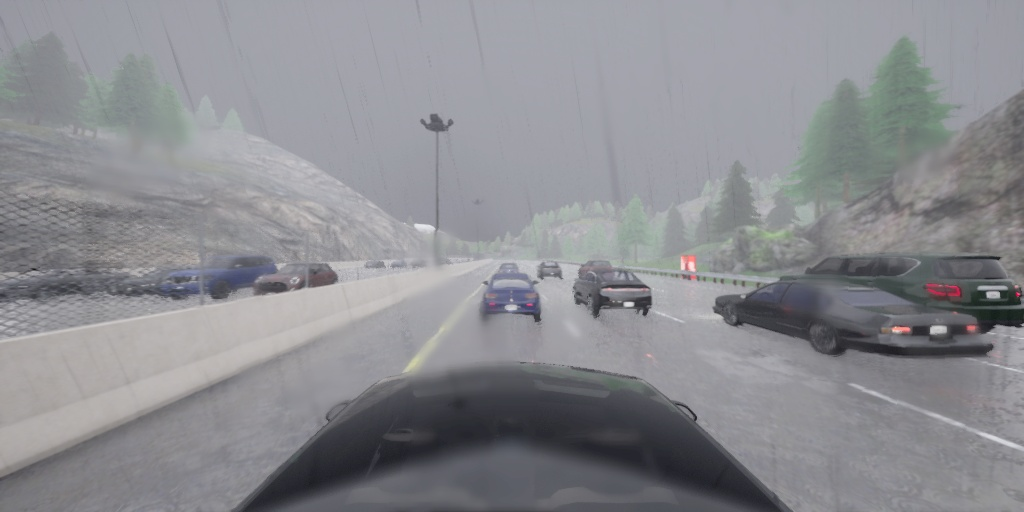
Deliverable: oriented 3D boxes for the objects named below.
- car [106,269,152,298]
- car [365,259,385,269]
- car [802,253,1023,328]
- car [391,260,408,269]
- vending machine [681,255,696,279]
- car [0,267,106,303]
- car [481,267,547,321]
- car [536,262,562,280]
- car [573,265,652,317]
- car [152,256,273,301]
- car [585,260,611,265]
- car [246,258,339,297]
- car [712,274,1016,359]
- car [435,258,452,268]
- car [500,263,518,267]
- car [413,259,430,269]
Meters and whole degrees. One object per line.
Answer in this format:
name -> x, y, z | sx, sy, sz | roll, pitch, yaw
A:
car -> -17.806, 1.298, 19.075 | 1.837, 1.490, 4.892 | 0, 0, -1
car -> -21.754, 1.302, 57.105 | 2.128, 1.511, 4.902 | 0, 0, 0
car -> 10.497, 0.950, 10.528 | 2.150, 2.045, 5.566 | 0, 0, -1
car -> -18.271, 1.328, 58.878 | 1.812, 1.442, 4.674 | 0, 0, 0
vending machine -> 15.144, 0.917, 30.802 | 1.100, 2.100, 0.880 | 0, 0, -1
car -> -21.281, 1.292, 17.144 | 2.128, 1.511, 4.902 | 0, 0, -1
car -> -0.042, 1.278, 12.339 | 1.812, 1.442, 4.674 | 0, 0, -1
car -> 3.232, 1.240, 31.573 | 2.128, 1.511, 4.902 | 0, 0, -1
car -> 3.461, 1.236, 13.132 | 2.128, 1.511, 4.902 | 0, 0, -1
car -> -14.297, 1.006, 18.168 | 2.150, 2.045, 5.566 | 0, 0, -1
car -> 6.765, 1.092, 29.002 | 2.097, 1.767, 4.553 | 0, 0, -1
car -> -10.798, 1.129, 18.352 | 2.097, 1.767, 4.553 | 0, 0, -1
car -> 7.025, 1.283, 8.433 | 2.033, 1.411, 5.357 | 0, 0, -1
car -> -11.280, 1.139, 59.087 | 2.097, 1.767, 4.553 | 0, 0, 0
car -> -0.256, 1.304, 30.570 | 2.033, 1.411, 5.357 | 0, 0, -1
car -> -14.772, 1.272, 58.511 | 1.882, 1.535, 5.008 | 0, 0, 0
